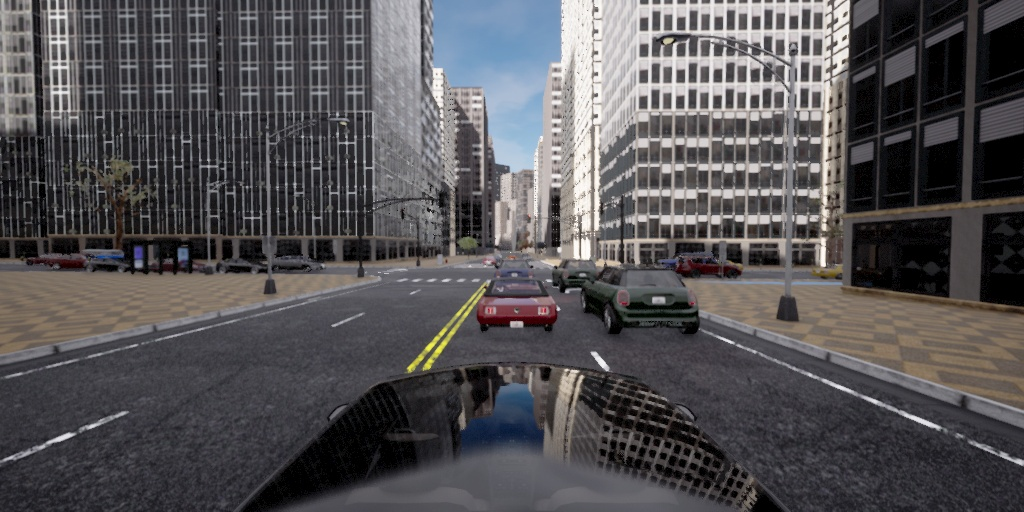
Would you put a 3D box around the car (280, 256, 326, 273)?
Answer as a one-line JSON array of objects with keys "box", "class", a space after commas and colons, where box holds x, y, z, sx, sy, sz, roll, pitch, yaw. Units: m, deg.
[{"box": [-19.824, 0.729, 33.134, 4.902, 1.511, 2.128, 1, 2, 1], "class": "car"}]

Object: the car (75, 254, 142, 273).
[{"box": [-34.055, 0.746, 30.820, 4.313, 1.339, 1.948, 0, 0, 1], "class": "car"}]

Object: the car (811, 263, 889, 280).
[{"box": [27.682, 1.265, 29.704, 4.829, 1.417, 1.751, 0, 0, 1], "class": "car"}]

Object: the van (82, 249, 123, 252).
[{"box": [-45.233, 0.186, 39.494, 3.998, 1.789, 1.690, 0, 0, 1], "class": "van"}]

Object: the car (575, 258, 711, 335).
[{"box": [3.354, 1.002, 10.309, 2.097, 1.767, 4.553, 0, 1, 0], "class": "car"}]

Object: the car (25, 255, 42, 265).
[{"box": [-50.915, 0.373, 39.617, 4.207, 1.307, 1.802, 0, 0, 1], "class": "car"}]

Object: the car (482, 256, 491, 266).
[{"box": [-3.253, 0.672, 52.450, 1.812, 1.442, 4.674, 0, 1, 0], "class": "car"}]

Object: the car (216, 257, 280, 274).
[{"box": [-22.691, 0.854, 30.498, 4.313, 1.339, 1.948, 0, 0, 1], "class": "car"}]

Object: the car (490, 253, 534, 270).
[{"box": [0.125, 0.895, 19.397, 2.097, 1.767, 4.553, 0, 1, 0], "class": "car"}]

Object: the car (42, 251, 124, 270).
[{"box": [-40.107, 0.530, 33.582, 5.008, 1.535, 1.882, 1, 2, 1], "class": "car"}]

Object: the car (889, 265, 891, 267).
[{"box": [33.151, 1.371, 29.603, 4.207, 1.307, 1.802, 0, 0, 1], "class": "car"}]

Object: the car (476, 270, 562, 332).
[{"box": [0.110, 1.249, 10.407, 1.895, 1.301, 4.718, 0, 1, 0], "class": "car"}]

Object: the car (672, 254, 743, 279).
[{"box": [16.234, 0.953, 29.917, 5.009, 1.841, 2.192, 0, 0, 1], "class": "car"}]

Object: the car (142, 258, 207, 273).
[{"box": [-28.374, 0.817, 30.639, 4.207, 1.307, 1.802, 0, 0, 1], "class": "car"}]

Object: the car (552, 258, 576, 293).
[{"box": [3.374, 0.896, 19.246, 2.097, 1.767, 4.553, 0, 1, 0], "class": "car"}]
